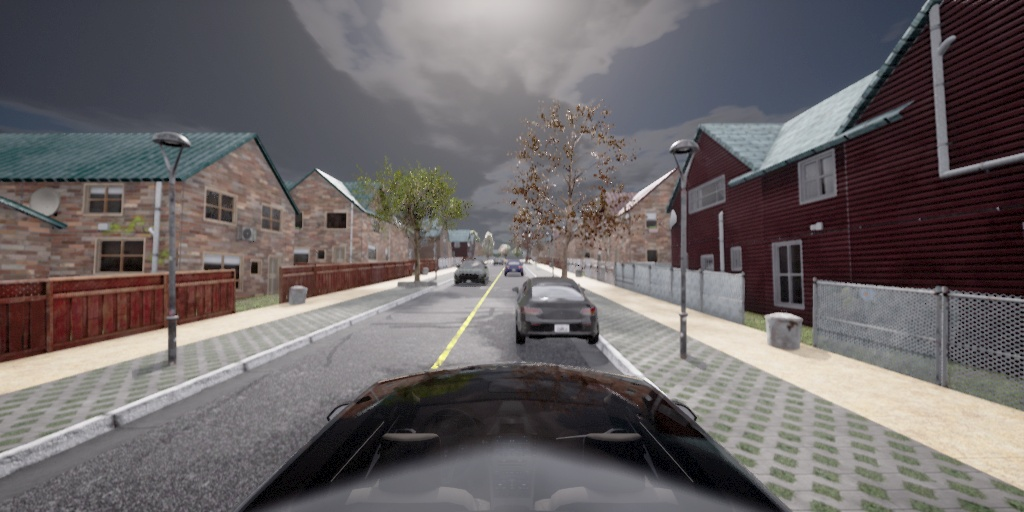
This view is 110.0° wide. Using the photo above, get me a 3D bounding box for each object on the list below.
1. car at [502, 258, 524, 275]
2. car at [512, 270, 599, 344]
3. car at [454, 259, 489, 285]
[{"bbox_3d":[0.204,1.181,36.654,1.812,1.442,4.674,0,0,1],"label":"car"},{"bbox_3d":[0.994,1.253,9.364,1.812,1.442,4.674,0,0,0],"label":"car"},{"bbox_3d":[-2.755,1.036,25.203,2.097,1.767,4.553,0,0,0],"label":"car"}]
